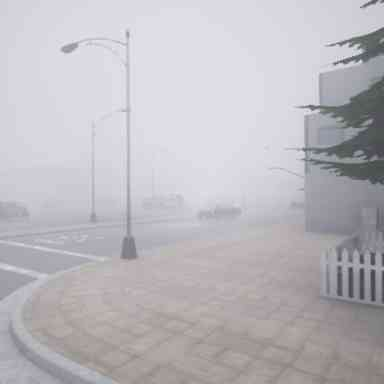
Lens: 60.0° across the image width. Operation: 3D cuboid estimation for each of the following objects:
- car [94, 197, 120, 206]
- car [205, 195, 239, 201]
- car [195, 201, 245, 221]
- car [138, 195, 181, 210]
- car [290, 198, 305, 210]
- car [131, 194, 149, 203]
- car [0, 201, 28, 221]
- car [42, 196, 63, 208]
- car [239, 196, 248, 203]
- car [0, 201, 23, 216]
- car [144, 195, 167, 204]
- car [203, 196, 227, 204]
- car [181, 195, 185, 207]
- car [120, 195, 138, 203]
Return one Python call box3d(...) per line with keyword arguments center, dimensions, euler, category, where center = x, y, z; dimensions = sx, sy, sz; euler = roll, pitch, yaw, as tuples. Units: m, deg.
box3d(center=(-15.374, 1.670, 58.612), dimensions=(4.514, 1.523, 2.007), euler=(-1, 0, 36), category="car")
box3d(center=(4.735, 1.381, 55.476), dimensions=(5.027, 1.636, 2.152), euler=(-1, 0, 36), category="car")
box3d(center=(2.296, 1.702, 28.266), dimensions=(1.895, 1.301, 4.718), euler=(-1, 0, 36), category="car")
box3d(center=(-4.185, 1.322, 42.550), dimensions=(4.605, 1.855, 1.932), euler=(-1, 0, 36), category="car")
box3d(center=(15.041, 1.577, 45.604), dimensions=(1.882, 1.535, 5.008), euler=(-1, -1, 37), category="car")
box3d(center=(-11.879, 1.505, 75.549), dimensions=(3.866, 1.878, 1.905), euler=(-1, 0, 36), category="car")
box3d(center=(-15.247, 1.600, 27.616), dimensions=(3.633, 1.501, 1.845), euler=(-1, 0, 36), category="car")
box3d(center=(-21.297, 1.692, 50.564), dimensions=(3.633, 1.501, 1.845), euler=(-1, 0, 36), category="car")
box3d(center=(8.256, 1.462, 60.851), dimensions=(3.806, 1.475, 1.970), euler=(-1, 0, 36), category="car")
box3d(center=(-19.485, 1.670, 34.397), dimensions=(3.806, 1.475, 1.970), euler=(-1, 0, 36), category="car")
box3d(center=(-7.459, 1.463, 68.257), dimensions=(4.605, 1.855, 1.932), euler=(-1, 0, 36), category="car")
box3d(center=(4.720, 1.584, 67.964), dimensions=(4.514, 1.523, 2.007), euler=(-1, 0, 36), category="car")
box3d(center=(-2.806, 1.305, 45.140), dimensions=(3.866, 1.878, 1.905), euler=(-1, 0, 36), category="car")
box3d(center=(-14.330, 1.794, 73.222), dimensions=(3.806, 1.475, 1.970), euler=(-1, 0, 36), category="car")
